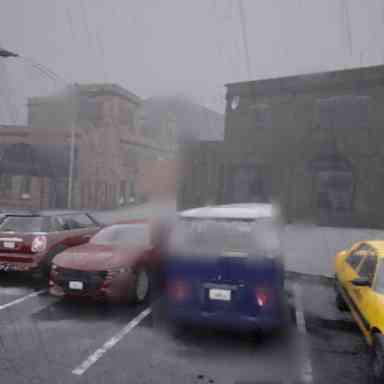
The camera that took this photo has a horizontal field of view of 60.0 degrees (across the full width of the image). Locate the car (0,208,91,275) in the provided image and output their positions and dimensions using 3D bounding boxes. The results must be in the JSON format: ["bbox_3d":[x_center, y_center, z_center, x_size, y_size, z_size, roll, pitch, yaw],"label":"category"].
[{"bbox_3d":[-3.866,1.331,10.157,2.185,1.767,4.553,0,-1,15],"label":"car"}]

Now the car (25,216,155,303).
[{"bbox_3d":[-1.445,1.461,8.483,2.097,1.535,5.008,1,-1,15],"label":"car"}]

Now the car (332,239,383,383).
[{"bbox_3d":[3.291,1.465,4.889,1.946,1.575,5.366,1,-1,16],"label":"car"}]

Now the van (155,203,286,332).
[{"bbox_3d":[0.982,1.242,6.888,1.878,1.987,4.442,0,-1,15],"label":"van"}]
